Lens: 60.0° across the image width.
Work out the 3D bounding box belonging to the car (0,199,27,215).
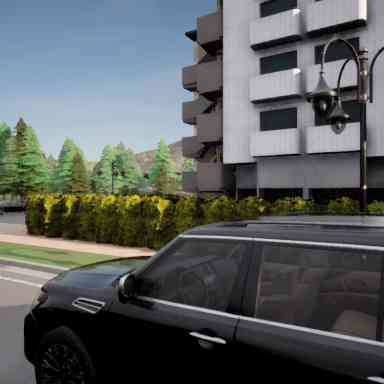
[{"bbox_3d":[-18.133,1.491,33.490,2.128,1.511,4.902,0,0,33],"label":"car"}]

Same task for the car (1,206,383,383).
[{"bbox_3d":[0.773,1.221,3.121,5.566,2.045,2.150,0,0,34],"label":"car"}]
